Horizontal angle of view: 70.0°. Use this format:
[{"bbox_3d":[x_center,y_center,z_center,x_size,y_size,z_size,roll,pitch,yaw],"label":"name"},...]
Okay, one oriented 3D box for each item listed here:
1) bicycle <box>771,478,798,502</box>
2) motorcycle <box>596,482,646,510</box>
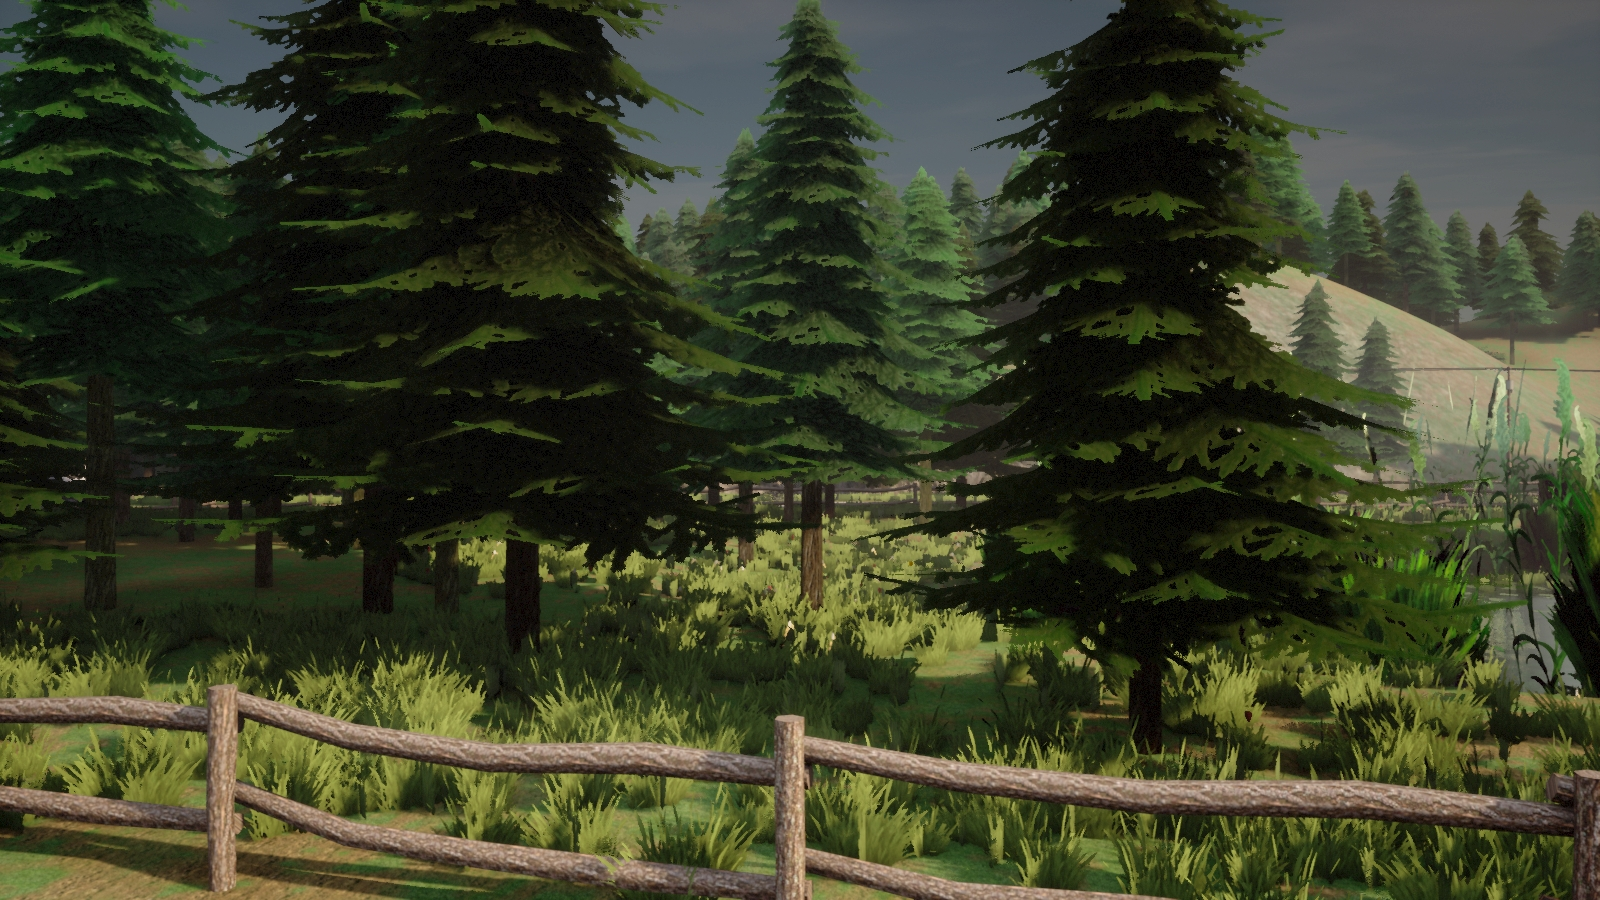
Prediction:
[{"bbox_3d":[-0.842,2.158,62.297,1.487,1.276,0.859,0,1,-2],"label":"bicycle"},{"bbox_3d":[-8.474,2.179,54.102,2.209,1.251,0.867,0,0,14],"label":"motorcycle"}]
